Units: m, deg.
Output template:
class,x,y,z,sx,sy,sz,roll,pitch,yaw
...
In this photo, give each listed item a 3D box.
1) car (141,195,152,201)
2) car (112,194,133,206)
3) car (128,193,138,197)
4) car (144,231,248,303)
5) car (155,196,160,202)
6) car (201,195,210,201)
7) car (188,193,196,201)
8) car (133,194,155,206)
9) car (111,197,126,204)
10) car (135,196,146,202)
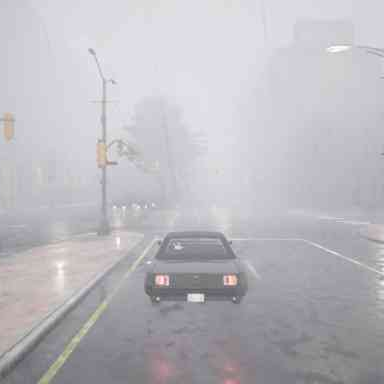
class,x,y,z,sx,sy,sz,roll,pitch,yaw
car,-11.500,1.525,84.637,2.128,1.511,4.902,0,0,0
car,-11.588,1.525,55.107,1.812,1.442,4.674,0,0,0
car,-11.537,1.221,64.520,2.150,2.045,5.566,0,0,1
car,0.075,1.601,8.160,1.895,1.301,4.718,0,0,0
car,-8.029,1.564,65.742,1.994,1.385,4.181,0,0,1
car,3.500,1.595,85.728,1.895,1.301,4.718,0,0,0
car,0.000,1.540,83.717,2.033,1.411,5.357,0,0,0
car,-8.088,1.547,56.506,2.033,1.411,5.357,0,0,0
car,-14.749,1.595,66.814,1.895,1.301,4.718,0,0,0
car,-11.500,1.552,74.403,1.994,1.385,4.181,0,0,0
